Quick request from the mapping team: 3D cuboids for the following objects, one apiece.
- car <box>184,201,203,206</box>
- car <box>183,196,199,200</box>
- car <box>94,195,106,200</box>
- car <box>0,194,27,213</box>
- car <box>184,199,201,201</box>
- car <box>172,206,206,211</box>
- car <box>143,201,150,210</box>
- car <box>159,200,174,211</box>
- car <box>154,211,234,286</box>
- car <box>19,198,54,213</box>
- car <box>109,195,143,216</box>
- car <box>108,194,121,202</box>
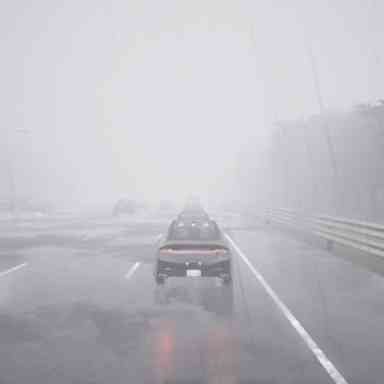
[{"bbox_3d":[0.072,1.654,24.960,2.033,1.411,5.357,0,0,0],"label":"car"},{"bbox_3d":[0.016,1.503,46.290,2.150,2.045,5.566,0,0,-1],"label":"car"},{"bbox_3d":[-21.781,1.391,79.009,2.097,1.767,4.553,0,0,-1],"label":"car"},{"bbox_3d":[-20.920,1.295,38.334,2.150,2.045,5.566,0,-1,-1],"label":"car"},{"bbox_3d":[0.132,1.741,34.000,1.994,1.385,4.181,0,0,0],"label":"car"},{"bbox_3d":[0.071,1.663,18.455,1.895,1.301,4.718,0,0,0],"label":"car"},{"bbox_3d":[-6.989,1.834,46.319,1.895,1.301,4.718,0,0,-1],"label":"car"},{"bbox_3d":[-3.477,1.796,45.352,2.033,1.411,5.357,0,0,-1],"label":"car"},{"bbox_3d":[0.044,1.506,9.448,2.128,1.511,4.902,0,0,0],"label":"car"},{"bbox_3d":[-17.412,1.657,37.956,1.994,1.385,4.181,0,0,-1],"label":"car"},{"bbox_3d":[-6.869,1.491,35.049,2.097,1.767,4.553,0,0,0],"label":"car"},{"bbox_3d":[-18.273,1.446,78.676,2.097,1.767,4.553,0,0,-1],"label":"car"}]
